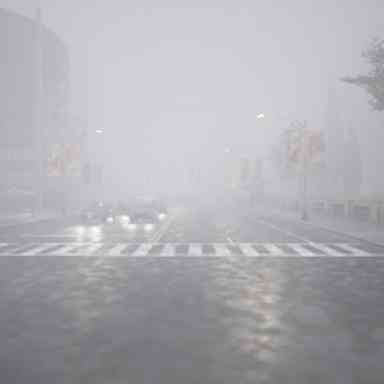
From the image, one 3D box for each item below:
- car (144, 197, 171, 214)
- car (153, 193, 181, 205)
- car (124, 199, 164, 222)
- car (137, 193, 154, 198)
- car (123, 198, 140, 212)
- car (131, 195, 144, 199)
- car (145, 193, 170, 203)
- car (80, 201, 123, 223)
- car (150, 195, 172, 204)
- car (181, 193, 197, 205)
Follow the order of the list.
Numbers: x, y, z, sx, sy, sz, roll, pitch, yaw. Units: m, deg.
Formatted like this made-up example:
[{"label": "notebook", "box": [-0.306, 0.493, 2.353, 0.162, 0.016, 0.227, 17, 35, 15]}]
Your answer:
[{"label": "car", "box": [-3.621, 1.538, 35.373, 1.994, 1.385, 4.181, 0, 0, 0]}, {"label": "car", "box": [-4.252, 1.311, 56.237, 2.097, 1.767, 4.553, 0, 0, -29]}, {"label": "car", "box": [-3.614, 1.528, 26.156, 2.033, 1.411, 5.357, 0, 0, 0]}, {"label": "car", "box": [-9.660, 1.180, 64.565, 2.150, 2.045, 5.566, 0, 0, -43]}, {"label": "car", "box": [-7.119, 1.575, 34.955, 1.895, 1.301, 4.718, 0, 0, 0]}, {"label": "car", "box": [-7.789, 1.493, 45.123, 1.812, 1.442, 4.674, 0, 0, -10]}, {"label": "car", "box": [-6.934, 1.173, 66.760, 2.150, 2.045, 5.566, 0, 0, -43]}, {"label": "car", "box": [-7.111, 1.473, 25.686, 2.128, 1.511, 4.902, 0, 0, 0]}, {"label": "car", "box": [-4.276, 1.530, 45.441, 1.994, 1.385, 4.181, 0, 0, -10]}, {"label": "car", "box": [-1.208, 1.179, 57.939, 2.150, 2.045, 5.566, 0, 0, -29]}]
